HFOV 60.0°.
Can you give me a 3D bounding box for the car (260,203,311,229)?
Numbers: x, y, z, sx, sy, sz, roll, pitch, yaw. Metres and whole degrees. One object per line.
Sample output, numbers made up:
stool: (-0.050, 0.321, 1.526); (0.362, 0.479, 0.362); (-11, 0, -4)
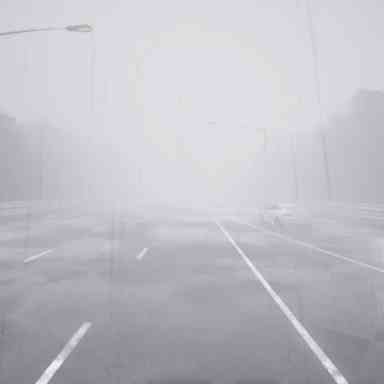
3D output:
car: (5.603, 1.385, 20.299); (1.812, 1.442, 4.674); (0, 0, -7)
